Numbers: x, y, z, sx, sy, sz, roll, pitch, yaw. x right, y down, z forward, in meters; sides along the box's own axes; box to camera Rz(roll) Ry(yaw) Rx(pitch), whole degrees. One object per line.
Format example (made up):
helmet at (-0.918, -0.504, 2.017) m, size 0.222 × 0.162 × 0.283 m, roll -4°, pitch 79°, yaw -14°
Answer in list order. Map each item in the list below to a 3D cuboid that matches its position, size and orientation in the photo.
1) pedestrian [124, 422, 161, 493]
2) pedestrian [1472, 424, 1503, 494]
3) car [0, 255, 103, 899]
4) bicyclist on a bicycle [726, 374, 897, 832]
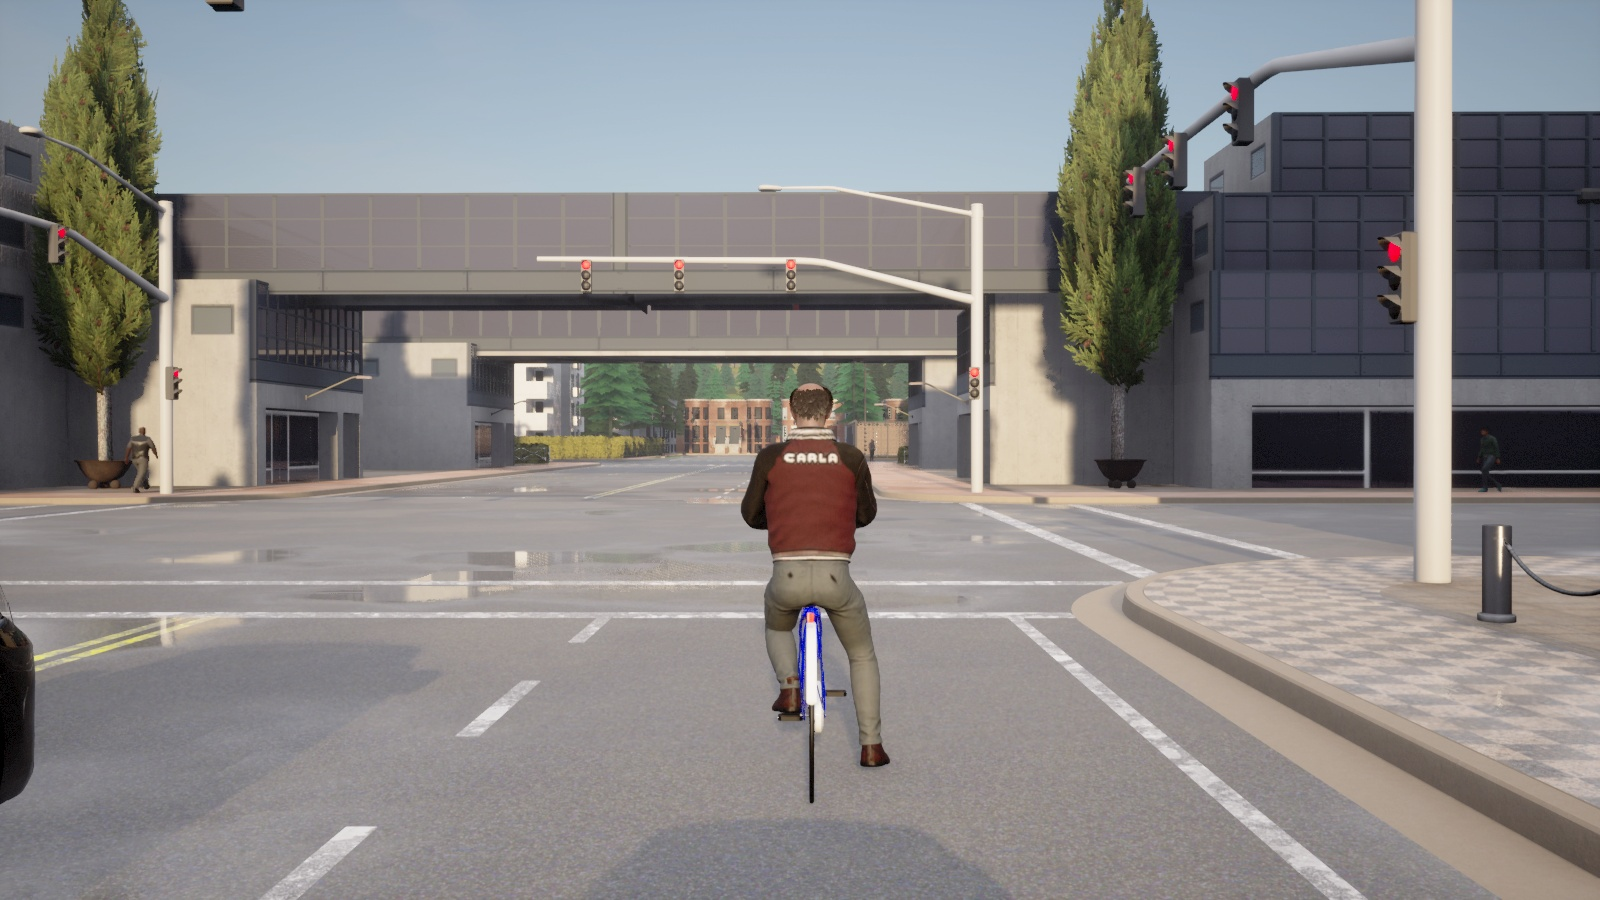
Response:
pedestrian at (-17.700, 0.200, 33.810) m, size 0.563 × 1.883 × 0.849 m, roll 0°, pitch 0°, yaw -1°
pedestrian at (18.154, 0.232, 33.180) m, size 0.614 × 1.847 × 0.353 m, roll 0°, pitch 0°, yaw -2°
car at (-3.475, 0.454, 1.511) m, size 2.150 × 2.045 × 5.566 m, roll 0°, pitch 0°, yaw 0°
bicyclist on a bicycle at (0.050, 0.584, 5.789) m, size 0.659 × 1.776 × 1.843 m, roll 0°, pitch 1°, yaw 0°
